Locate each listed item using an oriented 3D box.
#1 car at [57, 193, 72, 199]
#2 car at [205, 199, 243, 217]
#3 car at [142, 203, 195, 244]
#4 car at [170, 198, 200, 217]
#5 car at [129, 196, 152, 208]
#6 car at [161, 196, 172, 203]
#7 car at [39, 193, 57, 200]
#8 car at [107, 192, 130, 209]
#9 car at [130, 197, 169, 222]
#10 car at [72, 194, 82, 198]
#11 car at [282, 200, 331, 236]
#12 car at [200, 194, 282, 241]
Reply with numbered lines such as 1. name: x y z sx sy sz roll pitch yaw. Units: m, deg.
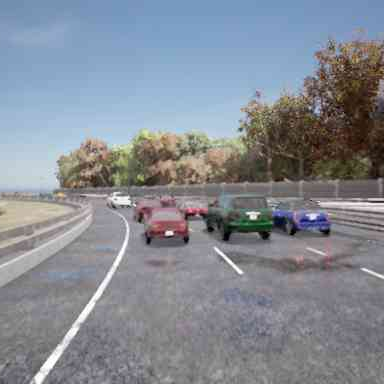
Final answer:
1. car: -31.447 1.018 79.485 5.008 1.535 1.882 0 0 41
2. car: 2.724 1.384 29.744 1.994 1.385 4.181 0 0 -16
3. car: -1.250 1.446 15.433 1.812 1.442 4.674 0 0 -9
4. car: -0.170 1.451 27.094 1.895 1.301 4.718 0 0 -16
5. car: -7.187 1.345 46.199 1.994 1.385 4.181 0 0 -25
6. car: -3.856 1.282 47.352 1.812 1.442 4.674 0 0 -25
7. car: -33.845 1.067 76.936 4.892 1.490 1.837 0 0 41
8. car: -9.531 1.034 42.992 2.150 2.045 5.566 0 1 -24
9. car: -3.364 1.353 25.450 1.882 1.535 5.008 0 1 -16
10. car: -29.049 1.066 82.035 4.181 1.385 1.994 0 0 41
11. car: 5.415 1.223 17.924 2.097 1.767 4.553 0 0 -10
12. car: 2.136 1.119 16.464 2.150 2.045 5.566 0 0 -9
